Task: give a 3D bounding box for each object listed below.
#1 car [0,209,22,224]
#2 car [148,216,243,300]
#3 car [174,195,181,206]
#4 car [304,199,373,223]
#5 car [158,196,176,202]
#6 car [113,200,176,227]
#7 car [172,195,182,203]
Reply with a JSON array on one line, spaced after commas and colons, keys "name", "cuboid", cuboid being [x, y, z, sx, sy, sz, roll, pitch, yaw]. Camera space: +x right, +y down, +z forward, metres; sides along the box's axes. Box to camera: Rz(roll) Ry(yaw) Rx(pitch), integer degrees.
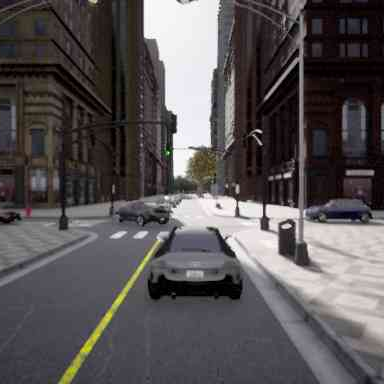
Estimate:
[{"name": "car", "cuboid": [-14.117, 1.439, 21.708, 5.357, 1.411, 2.033, 0, 0, 0]}, {"name": "car", "cuboid": [0.096, 1.539, 8.385, 1.994, 1.385, 4.181, 0, 0, 1]}, {"name": "car", "cuboid": [-3.089, 1.369, 45.679, 2.128, 1.511, 4.902, 0, 0, 0]}, {"name": "car", "cuboid": [10.864, 1.320, 24.945, 4.553, 1.767, 2.097, 0, 0, 1]}, {"name": "car", "cuboid": [-3.089, 1.448, 35.918, 2.033, 1.411, 5.357, 0, 0, 0]}, {"name": "car", "cuboid": [-3.558, 1.443, 22.611, 1.837, 1.490, 4.892, 4, -2, -44]}, {"name": "car", "cuboid": [-2.997, 1.369, 66.326, 1.812, 1.442, 4.674, 0, 0, 0]}]
